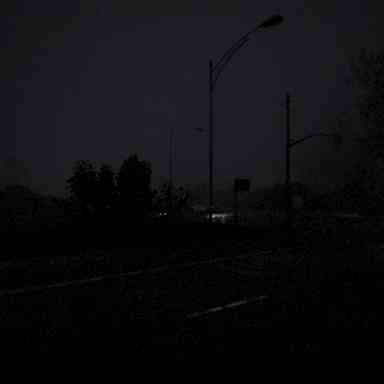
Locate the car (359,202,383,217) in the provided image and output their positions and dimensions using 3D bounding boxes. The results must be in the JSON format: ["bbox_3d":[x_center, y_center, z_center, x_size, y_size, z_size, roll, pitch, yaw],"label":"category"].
[{"bbox_3d":[16.555,1.470,27.920,1.812,1.442,4.674,0,0,-39],"label":"car"}]

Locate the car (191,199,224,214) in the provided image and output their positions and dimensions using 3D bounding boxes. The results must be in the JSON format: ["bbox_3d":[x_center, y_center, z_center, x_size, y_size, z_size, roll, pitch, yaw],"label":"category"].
[{"bbox_3d":[1.389,1.485,35.447,1.812,1.442,4.674,0,0,-39],"label":"car"}]

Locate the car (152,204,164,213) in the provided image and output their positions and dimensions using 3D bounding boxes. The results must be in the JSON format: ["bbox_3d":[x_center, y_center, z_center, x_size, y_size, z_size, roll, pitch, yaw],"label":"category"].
[{"bbox_3d":[-4.410,1.514,37.072,2.033,1.411,5.357,0,0,-39],"label":"car"}]
